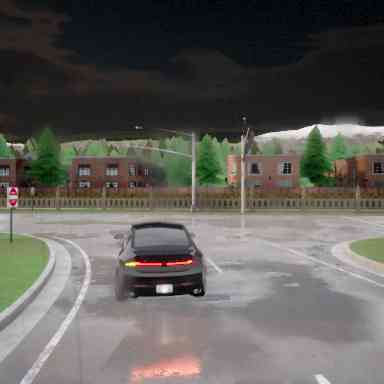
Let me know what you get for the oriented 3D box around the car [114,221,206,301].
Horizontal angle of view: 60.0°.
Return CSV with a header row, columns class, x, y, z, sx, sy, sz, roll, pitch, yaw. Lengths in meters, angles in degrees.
class,x,y,z,sx,sy,sz,roll,pitch,yaw
car,-0.888,1.505,8.418,1.837,1.490,4.892,0,0,-9
